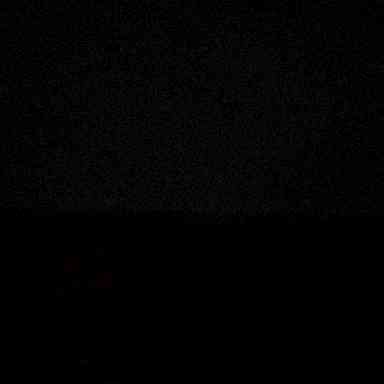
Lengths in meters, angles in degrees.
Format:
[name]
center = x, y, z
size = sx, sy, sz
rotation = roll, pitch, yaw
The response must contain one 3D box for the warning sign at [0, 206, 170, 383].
[warning sign]
center = -1.091, 1.114, 3.316
size = 1.060, 1.860, 1.300
rotation = -2, 1, 35
